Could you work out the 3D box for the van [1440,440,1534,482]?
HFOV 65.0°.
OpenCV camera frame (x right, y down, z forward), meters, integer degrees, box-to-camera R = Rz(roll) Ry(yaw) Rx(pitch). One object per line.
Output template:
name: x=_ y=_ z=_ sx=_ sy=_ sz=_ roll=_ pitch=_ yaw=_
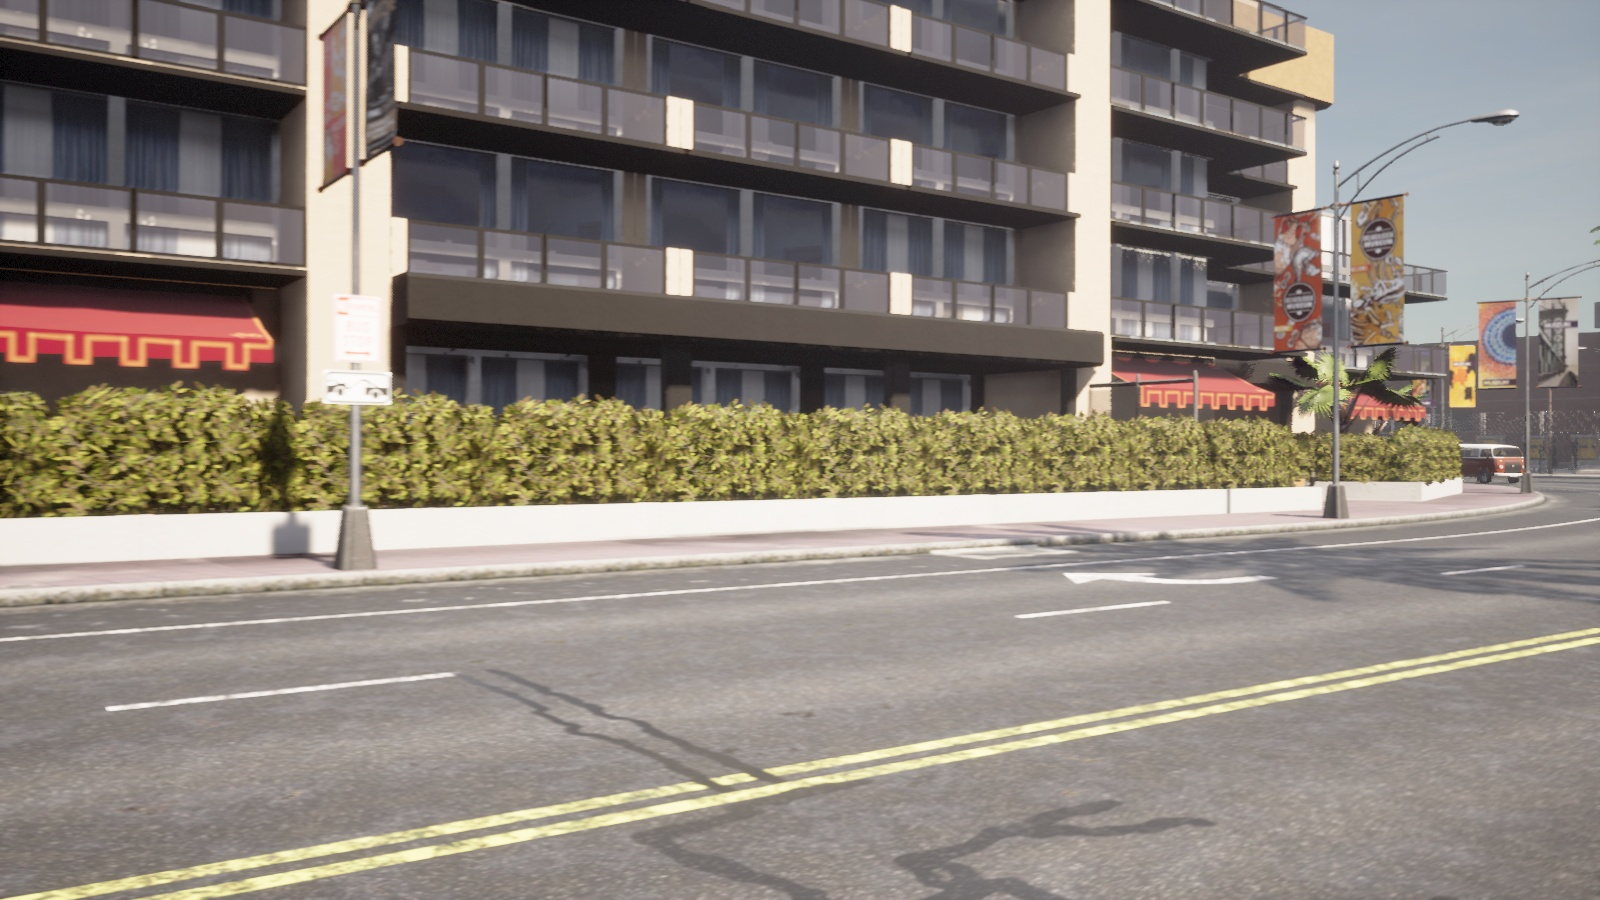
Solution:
van: x=35.144 y=0.551 z=64.386 sx=2.069 sy=2.038 sz=4.480 roll=0 pitch=0 yaw=-5
